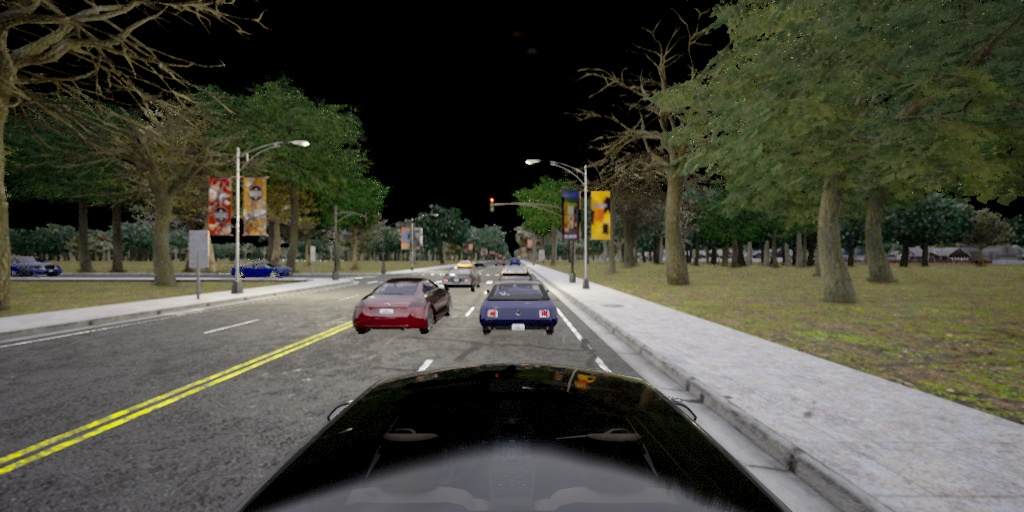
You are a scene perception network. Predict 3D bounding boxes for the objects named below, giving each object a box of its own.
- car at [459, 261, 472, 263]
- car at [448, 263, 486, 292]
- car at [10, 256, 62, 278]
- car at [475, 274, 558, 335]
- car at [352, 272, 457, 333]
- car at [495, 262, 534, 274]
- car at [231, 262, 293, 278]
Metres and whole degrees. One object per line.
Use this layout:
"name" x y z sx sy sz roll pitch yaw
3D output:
"car" -6.221 1.378 47.630 1.882 1.535 5.008 0 0 1
"car" -2.987 1.360 21.848 2.033 1.411 5.357 0 0 1
"car" -45.227 1.019 33.055 5.566 2.045 2.150 0 0 1
"car" 0.171 1.378 10.585 1.895 1.301 4.718 0 0 0
"car" -3.076 1.341 10.826 1.994 1.385 4.181 0 0 0
"car" 0.233 1.300 20.608 2.128 1.511 4.902 0 0 2
"car" -22.815 1.300 32.839 5.008 1.535 1.882 0 0 0
